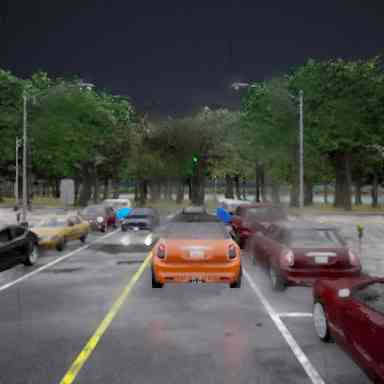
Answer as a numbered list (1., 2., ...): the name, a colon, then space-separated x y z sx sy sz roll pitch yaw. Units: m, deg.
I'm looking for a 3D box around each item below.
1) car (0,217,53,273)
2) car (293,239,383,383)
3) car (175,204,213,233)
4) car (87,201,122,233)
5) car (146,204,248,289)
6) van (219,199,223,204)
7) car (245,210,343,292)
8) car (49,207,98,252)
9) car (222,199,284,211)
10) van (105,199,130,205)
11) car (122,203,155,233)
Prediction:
1. car: -5.759 1.602 9.052 1.947 1.339 4.313 0 0 0
2. car: 2.764 1.559 3.611 1.887 1.381 4.507 0 0 0
3. car: 0.113 1.578 21.266 2.128 1.511 4.902 0 0 0
4. car: -5.753 1.520 19.928 1.967 1.590 4.097 0 0 0
5. car: 0.105 1.390 9.426 2.097 1.767 4.553 0 0 0
6. van: 2.772 1.422 19.924 1.690 1.788 3.998 0 0 0
7. car: 2.766 1.476 9.048 1.967 1.590 4.097 0 0 0
8. car: -5.756 1.583 14.320 1.752 1.417 4.829 0 0 0
9. car: 2.769 1.373 14.486 2.192 1.841 5.009 0 0 0
10. van: -5.750 1.444 25.366 1.690 1.788 3.998 0 0 0
11. car: -3.009 1.631 20.660 2.033 1.411 5.357 0 0 0
